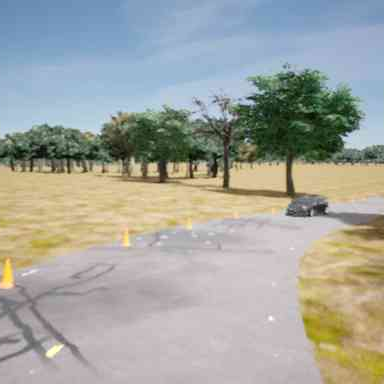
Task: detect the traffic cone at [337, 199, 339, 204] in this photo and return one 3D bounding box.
[{"bbox_3d":[16.224,1.035,36.943,0.340,0.580,0.340,4,4,42],"label":"traffic cone"}]

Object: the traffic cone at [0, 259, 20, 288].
[{"bbox_3d":[-4.078,1.786,7.376,0.340,0.580,0.340,2,1,13],"label":"traffic cone"}]

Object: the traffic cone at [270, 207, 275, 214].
[{"bbox_3d":[6.253,1.392,25.743,0.340,0.580,0.340,4,4,42],"label":"traffic cone"}]

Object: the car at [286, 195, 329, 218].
[{"bbox_3d":[8.866,1.027,25.265,1.837,1.490,4.892,4,4,42],"label":"car"}]

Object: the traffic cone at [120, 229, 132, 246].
[{"bbox_3d":[-2.472,1.695,12.520,0.340,0.580,0.340,2,2,22],"label":"traffic cone"}]

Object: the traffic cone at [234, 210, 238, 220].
[{"bbox_3d":[2.873,1.495,21.840,0.340,0.580,0.340,3,3,38],"label":"traffic cone"}]

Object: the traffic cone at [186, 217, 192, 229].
[{"bbox_3d":[-0.139,1.597,17.375,0.340,0.580,0.340,3,2,30],"label":"traffic cone"}]
